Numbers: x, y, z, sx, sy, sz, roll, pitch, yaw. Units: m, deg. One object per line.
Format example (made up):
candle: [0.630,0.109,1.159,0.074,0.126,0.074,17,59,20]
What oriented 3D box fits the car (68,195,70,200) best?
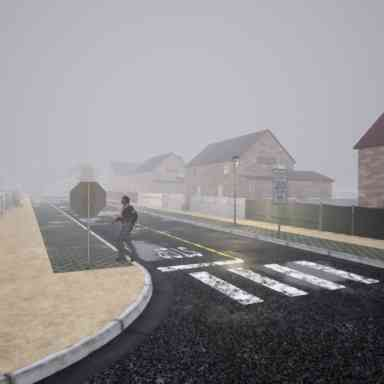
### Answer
car: [-19.267,0.735,55.196,1.994,1.385,4.181,0,0,-27]

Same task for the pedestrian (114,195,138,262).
pedestrian: [-1.815,0.983,9.125,0.375,1.860,0.375,2,-1,-27]
